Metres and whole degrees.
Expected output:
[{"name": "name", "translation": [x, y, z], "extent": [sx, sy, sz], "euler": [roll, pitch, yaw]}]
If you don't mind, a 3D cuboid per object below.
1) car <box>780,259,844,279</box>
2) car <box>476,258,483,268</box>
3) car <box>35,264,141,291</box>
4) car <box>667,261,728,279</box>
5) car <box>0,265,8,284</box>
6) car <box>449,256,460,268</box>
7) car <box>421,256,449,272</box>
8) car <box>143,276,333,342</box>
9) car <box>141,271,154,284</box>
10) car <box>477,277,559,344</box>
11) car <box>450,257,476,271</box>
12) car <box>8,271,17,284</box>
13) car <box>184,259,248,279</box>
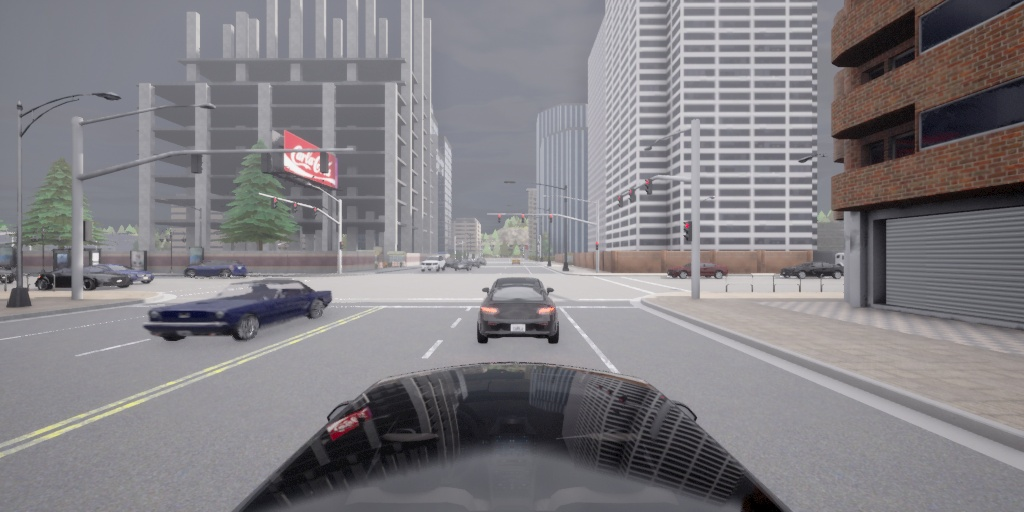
[{"name": "car", "translation": [26.655, 1.228, 31.836], "extent": [5.008, 1.535, 1.882], "euler": [0, 0, 0]}, {"name": "car", "translation": [-6.423, 1.313, 59.282], "extent": [1.994, 1.385, 4.181], "euler": [0, 0, 1]}, {"name": "car", "translation": [-25.509, 1.314, 21.485], "extent": [4.181, 1.385, 1.994], "euler": [0, 0, 0]}, {"name": "car", "translation": [16.462, 1.228, 31.913], "extent": [5.008, 1.535, 1.882], "euler": [0, 0, 0]}, {"name": "car", "translation": [-34.208, 1.102, 21.545], "extent": [4.553, 1.767, 2.097], "euler": [0, 0, 0]}, {"name": "car", "translation": [-9.958, 1.101, 56.395], "extent": [2.097, 1.767, 4.553], "euler": [0, 0, 1]}, {"name": "car", "translation": [-10.082, 0.971, 46.208], "extent": [2.150, 2.045, 5.566], "euler": [0, 0, 1]}, {"name": "car", "translation": [-7.023, 1.351, 9.917], "extent": [1.895, 1.301, 4.718], "euler": [0, 0, 1]}, {"name": "car", "translation": [-27.864, 1.276, 25.001], "extent": [4.674, 1.442, 1.812], "euler": [0, 0, 0]}, {"name": "car", "translation": [0.158, 1.276, 9.492], "extent": [1.812, 1.442, 4.674], "euler": [0, 0, 1]}, {"name": "car", "translation": [-6.563, 1.241, 48.563], "extent": [2.128, 1.511, 4.902], "euler": [0, 0, 1]}, {"name": "car", "translation": [-37.853, 1.255, 25.070], "extent": [4.892, 1.490, 1.837], "euler": [0, 0, 0]}, {"name": "car", "translation": [-26.543, 1.102, 32.177], "extent": [4.553, 1.767, 2.097], "euler": [0, 0, 0]}]
